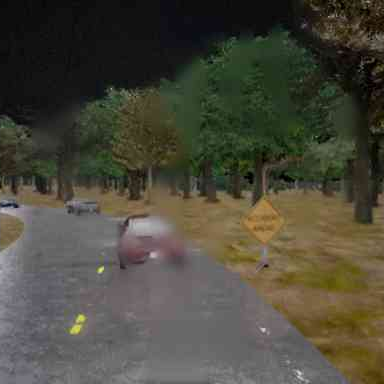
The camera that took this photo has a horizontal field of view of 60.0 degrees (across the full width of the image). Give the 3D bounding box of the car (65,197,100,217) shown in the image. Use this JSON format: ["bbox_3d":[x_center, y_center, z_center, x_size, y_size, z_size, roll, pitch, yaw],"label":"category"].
[{"bbox_3d":[-9.291,1.187,28.118,2.128,1.511,4.902,0,1,-35],"label":"car"}]

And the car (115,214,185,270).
[{"bbox_3d":[-1.438,1.422,10.716,1.812,1.442,4.674,0,1,-13],"label":"car"}]

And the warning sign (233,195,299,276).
[{"bbox_3d":[1.837,1.032,8.478,1.300,1.860,1.060,-1,0,-10],"label":"warning sign"}]

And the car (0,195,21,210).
[{"bbox_3d":[-20.191,1.072,35.448,5.357,1.411,2.033,1,1,41],"label":"car"}]
